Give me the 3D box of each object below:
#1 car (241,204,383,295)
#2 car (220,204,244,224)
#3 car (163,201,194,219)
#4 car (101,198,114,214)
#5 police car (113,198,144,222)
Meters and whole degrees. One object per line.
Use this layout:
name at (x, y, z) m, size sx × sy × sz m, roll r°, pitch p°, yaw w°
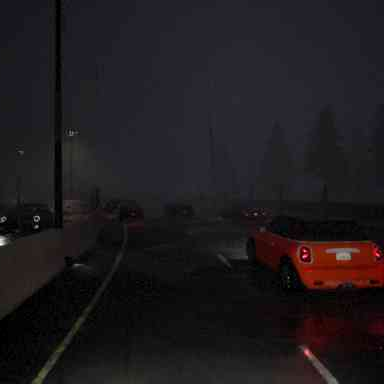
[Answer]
car at (2.968, 1.364, 9.018) m, size 2.097 × 1.767 × 4.553 m, roll 0°, pitch 0°, yaw -5°
car at (3.794, 1.593, 25.314) m, size 2.033 × 1.411 × 5.357 m, roll 0°, pitch 0°, yaw -14°
car at (-1.278, 1.550, 30.271) m, size 1.882 × 1.535 × 5.008 m, roll 0°, pitch 0°, yaw -17°
car at (-8.517, 1.461, 37.241) m, size 2.097 × 1.767 × 4.553 m, roll 0°, pitch 0°, yaw -22°
police car at (-5.231, 1.505, 27.875) m, size 1.930 × 1.638 × 5.238 m, roll 0°, pitch 0°, yaw -16°
